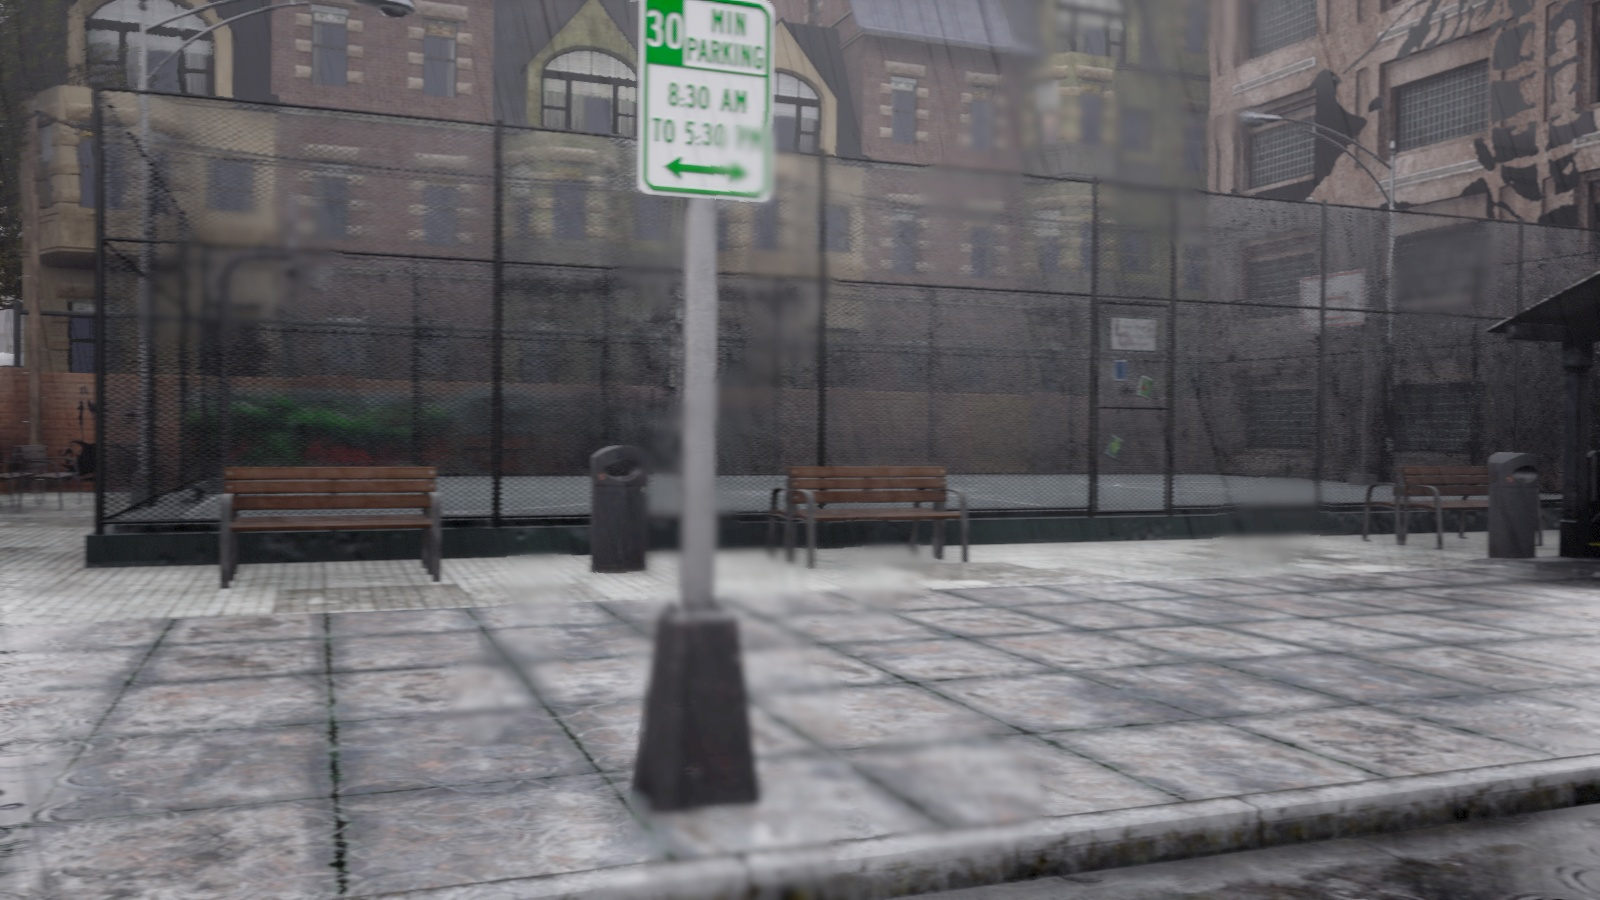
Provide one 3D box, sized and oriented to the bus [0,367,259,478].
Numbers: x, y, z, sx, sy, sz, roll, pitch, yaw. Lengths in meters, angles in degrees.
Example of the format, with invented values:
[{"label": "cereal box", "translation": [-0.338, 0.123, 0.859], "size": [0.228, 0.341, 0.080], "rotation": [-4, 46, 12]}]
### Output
[{"label": "bus", "translation": [-28.317, -1.119, 52.065], "size": [10.273, 4.253, 3.944], "rotation": [-1, 1, -32]}]
